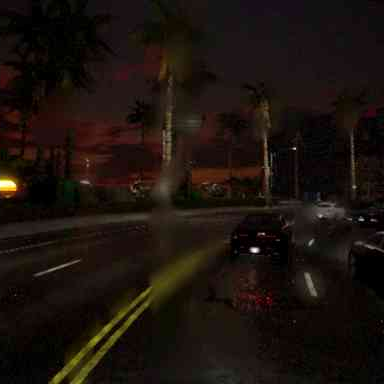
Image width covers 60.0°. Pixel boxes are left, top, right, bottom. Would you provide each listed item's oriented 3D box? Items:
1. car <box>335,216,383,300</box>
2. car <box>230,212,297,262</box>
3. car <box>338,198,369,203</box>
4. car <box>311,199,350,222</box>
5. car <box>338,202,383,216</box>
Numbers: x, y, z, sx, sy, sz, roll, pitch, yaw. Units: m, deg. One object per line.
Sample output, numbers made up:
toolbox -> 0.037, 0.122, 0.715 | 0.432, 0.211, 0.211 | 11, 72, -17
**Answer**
car -> 4.640, 1.513, 6.885 | 2.128, 1.511, 4.902 | 0, 0, 14
car -> 2.719, 1.511, 12.348 | 1.837, 1.490, 4.892 | 0, 0, 20
car -> 21.384, 1.642, 42.604 | 5.357, 1.411, 2.033 | 0, 0, -37
car -> 11.098, 1.571, 26.993 | 1.812, 1.442, 4.674 | 0, 0, 37
car -> 10.833, 1.596, 20.670 | 2.033, 1.411, 5.357 | 0, 0, 33
